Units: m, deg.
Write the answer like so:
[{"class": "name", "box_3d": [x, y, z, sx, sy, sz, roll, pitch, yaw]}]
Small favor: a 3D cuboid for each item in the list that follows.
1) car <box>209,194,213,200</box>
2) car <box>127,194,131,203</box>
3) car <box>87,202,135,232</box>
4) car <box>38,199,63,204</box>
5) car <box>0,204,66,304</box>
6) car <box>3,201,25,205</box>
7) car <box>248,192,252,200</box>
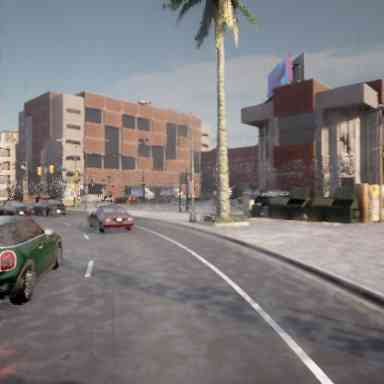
[{"class": "car", "box_3d": [1.384, 1.314, 68.337, 4.718, 1.301, 1.895, 0, 0, 43]}, {"class": "car", "box_3d": [-10.784, 1.140, 54.934, 4.553, 1.767, 2.185, 0, 0, 43]}, {"class": "car", "box_3d": [-4.974, 1.514, 19.930, 2.033, 1.411, 5.357, -1, 0, -26]}, {"class": "car", "box_3d": [-13.809, 1.498, 32.093, 1.837, 1.490, 4.892, -1, 0, -43]}, {"class": "car", "box_3d": [-4.611, 1.359, 8.105, 2.097, 1.767, 4.553, -1, 0, -11]}, {"class": "car", "box_3d": [-15.442, 1.543, 28.799, 1.812, 1.442, 4.674, -1, 0, -43]}, {"class": "car", "box_3d": [9.266, 1.157, 51.924, 4.674, 1.452, 2.002, 0, 0, 43]}]
